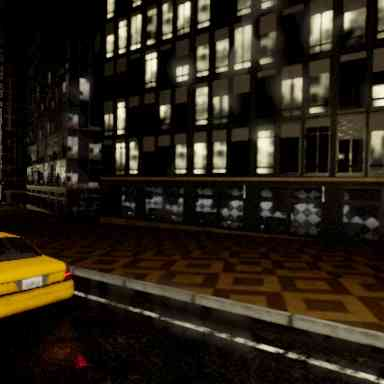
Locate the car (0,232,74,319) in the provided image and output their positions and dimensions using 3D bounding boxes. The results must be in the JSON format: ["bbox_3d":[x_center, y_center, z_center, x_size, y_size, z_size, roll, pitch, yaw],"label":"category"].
[{"bbox_3d":[-4.671,1.452,6.894,5.366,1.575,1.801,0,0,35],"label":"car"}]

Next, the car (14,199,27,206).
[{"bbox_3d":[-31.203,1.976,63.172,4.507,1.381,1.887,1,1,-34],"label":"car"}]

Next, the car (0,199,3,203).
[{"bbox_3d":[-40.329,1.738,66.473,4.403,1.369,2.008,1,1,-34],"label":"car"}]
